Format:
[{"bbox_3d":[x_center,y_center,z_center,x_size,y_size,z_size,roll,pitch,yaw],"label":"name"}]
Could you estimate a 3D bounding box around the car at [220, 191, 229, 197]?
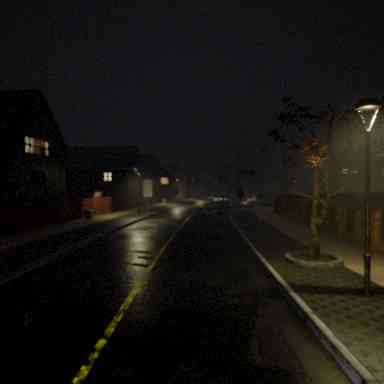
[{"bbox_3d":[8.533,0.513,86.805,2.033,1.411,5.357,0,0,14],"label":"car"}]
